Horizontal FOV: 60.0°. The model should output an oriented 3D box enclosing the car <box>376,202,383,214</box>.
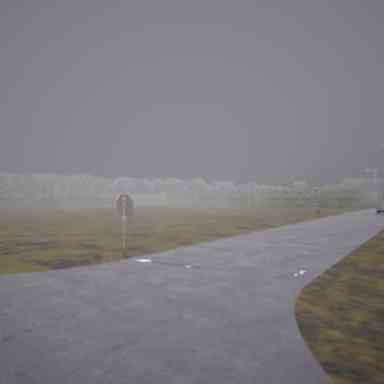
[{"bbox_3d":[23.689,1.952,40.561,1.994,1.385,4.181,-2,-2,35],"label":"car"}]
